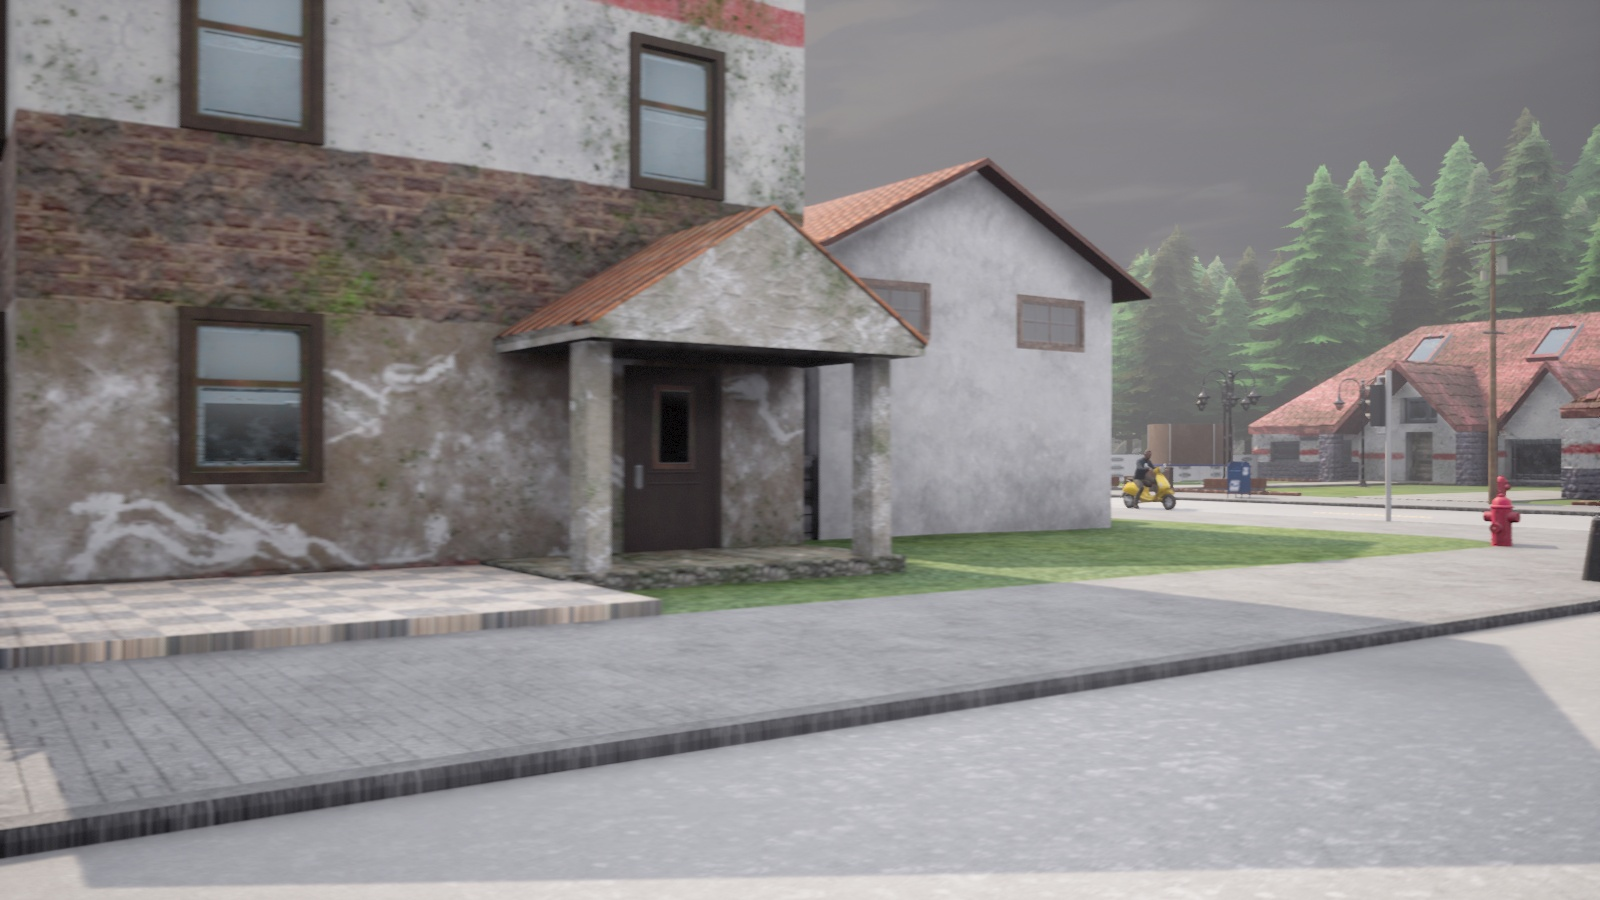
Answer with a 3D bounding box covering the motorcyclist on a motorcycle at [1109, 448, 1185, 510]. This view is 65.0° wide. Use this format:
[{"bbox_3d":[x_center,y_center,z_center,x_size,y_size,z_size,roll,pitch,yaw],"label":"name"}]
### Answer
[{"bbox_3d":[9.294,0.758,33.703,0.866,1.590,1.817,0,0,-35],"label":"motorcyclist on a motorcycle"}]
